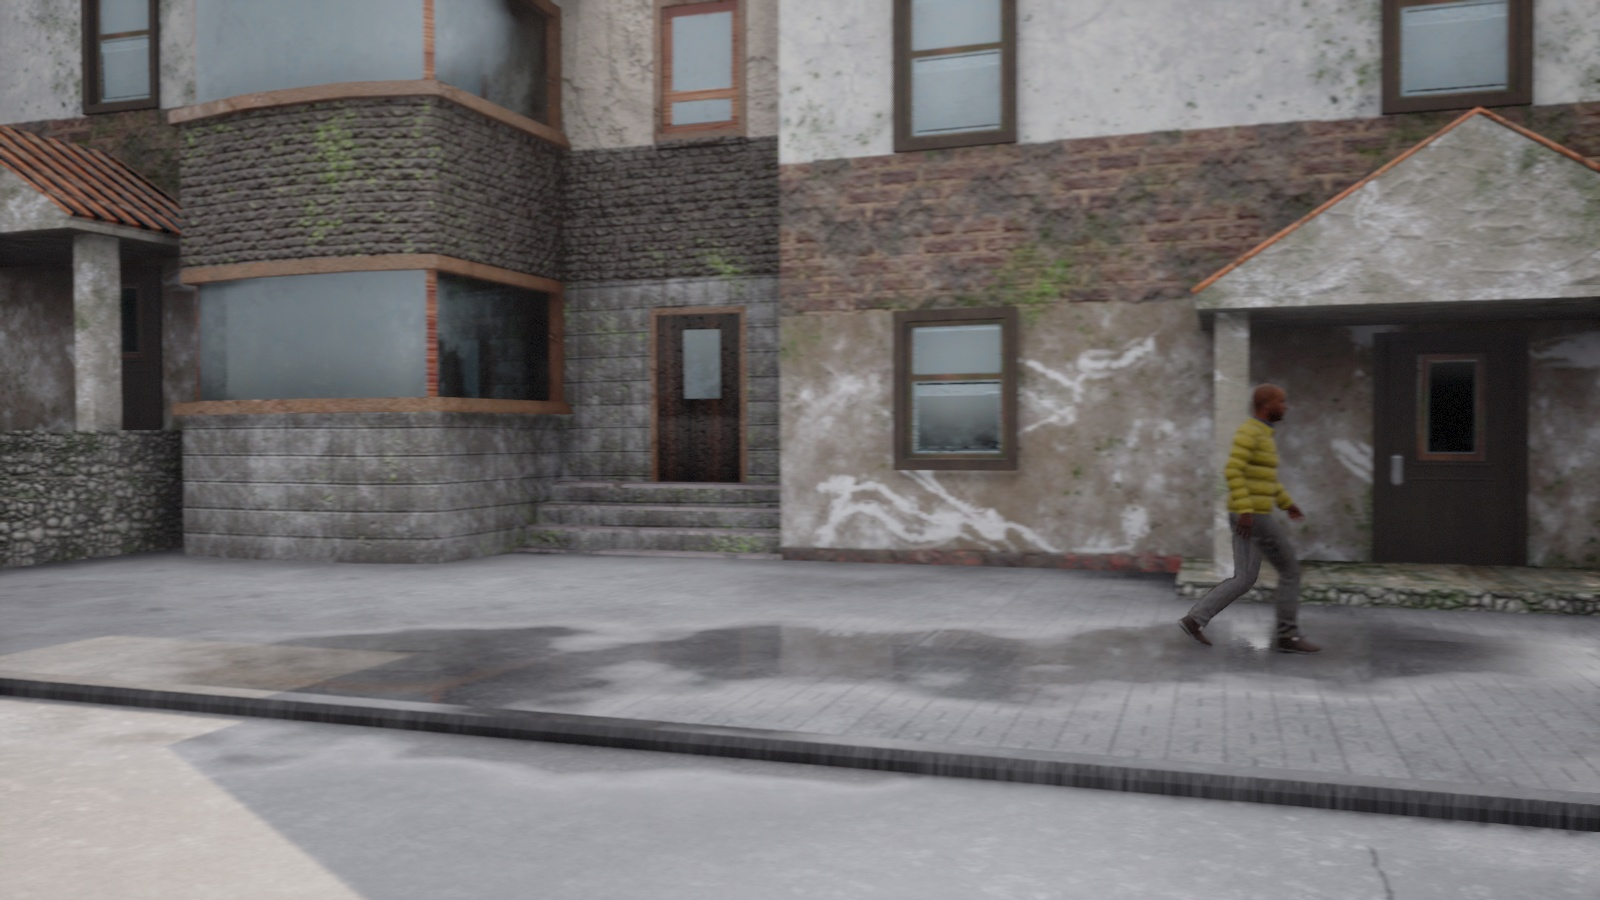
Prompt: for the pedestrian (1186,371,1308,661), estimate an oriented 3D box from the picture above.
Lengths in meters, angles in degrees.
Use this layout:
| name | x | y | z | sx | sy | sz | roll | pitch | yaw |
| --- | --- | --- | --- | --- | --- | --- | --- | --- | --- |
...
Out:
| name | x | y | z | sx | sy | sz | roll | pitch | yaw |
| --- | --- | --- | --- | --- | --- | --- | --- | --- | --- |
| pedestrian | 2.930 | 0.415 | 8.253 | 0.726 | 1.835 | 0.370 | 1 | 1 | 20 |
